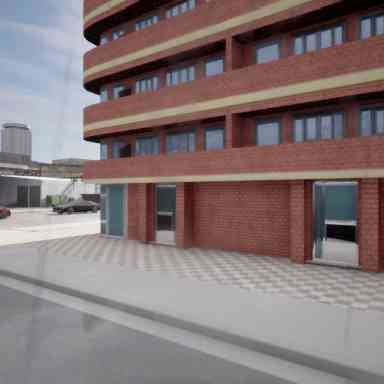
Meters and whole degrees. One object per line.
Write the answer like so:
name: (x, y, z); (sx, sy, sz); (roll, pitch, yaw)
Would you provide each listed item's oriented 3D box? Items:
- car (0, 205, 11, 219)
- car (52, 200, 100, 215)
car: (-17.040, 1.564, 26.903); (1.994, 1.385, 4.181); (0, 0, 34)
car: (-11.730, 1.547, 34.630); (2.033, 1.411, 5.357); (0, 0, 34)
